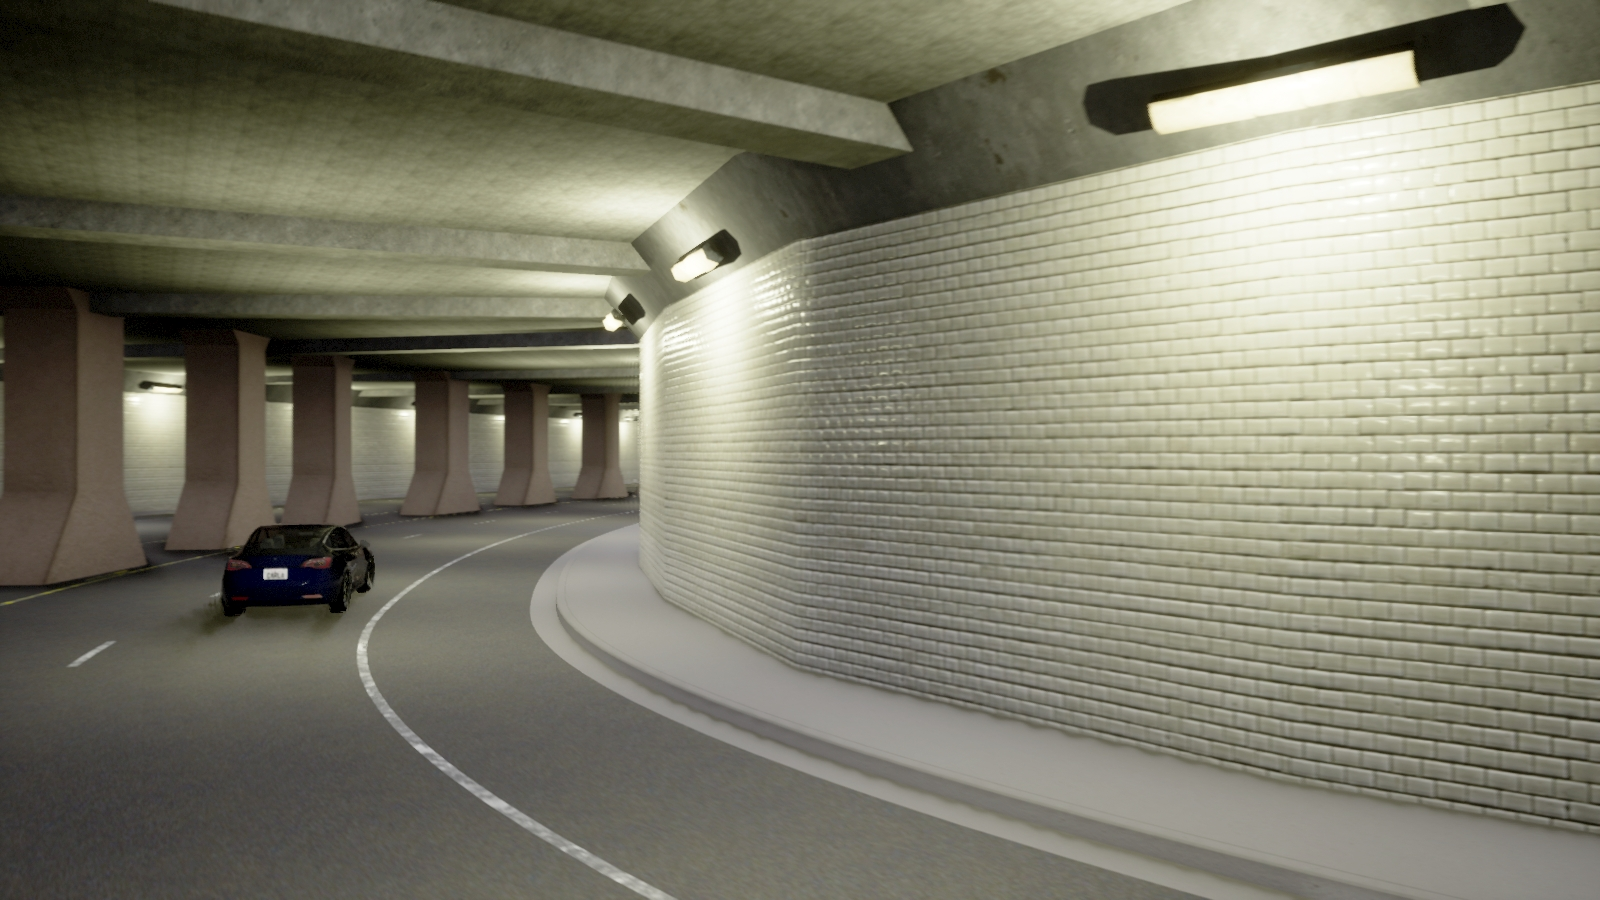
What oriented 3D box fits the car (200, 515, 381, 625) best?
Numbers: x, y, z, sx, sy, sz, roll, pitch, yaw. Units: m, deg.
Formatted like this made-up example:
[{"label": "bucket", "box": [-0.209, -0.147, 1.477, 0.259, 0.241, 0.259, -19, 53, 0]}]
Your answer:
[{"label": "car", "box": [-9.137, 2.077, 20.946, 2.163, 1.488, 4.792, 0, 0, -13]}]
